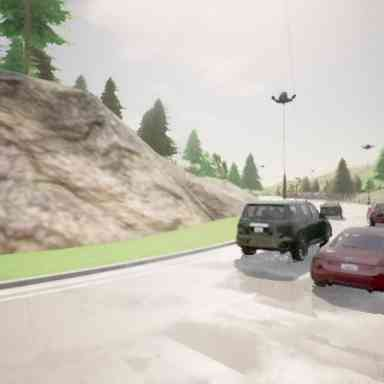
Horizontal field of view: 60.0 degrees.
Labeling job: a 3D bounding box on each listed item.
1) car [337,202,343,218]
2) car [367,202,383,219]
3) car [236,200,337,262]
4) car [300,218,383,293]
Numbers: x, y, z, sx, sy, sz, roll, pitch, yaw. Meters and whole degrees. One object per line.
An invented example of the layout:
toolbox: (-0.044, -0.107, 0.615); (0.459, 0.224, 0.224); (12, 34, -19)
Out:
car: (13.636, 1.698, 32.622); (1.882, 1.535, 5.008); (-1, -1, 20)
car: (13.823, 1.480, 23.824); (2.097, 1.767, 4.553); (-1, -1, 25)
car: (3.752, 1.327, 12.977); (2.150, 2.045, 5.566); (-1, 0, 36)
car: (4.744, 1.617, 8.788); (1.994, 1.385, 4.181); (-1, -1, 41)
